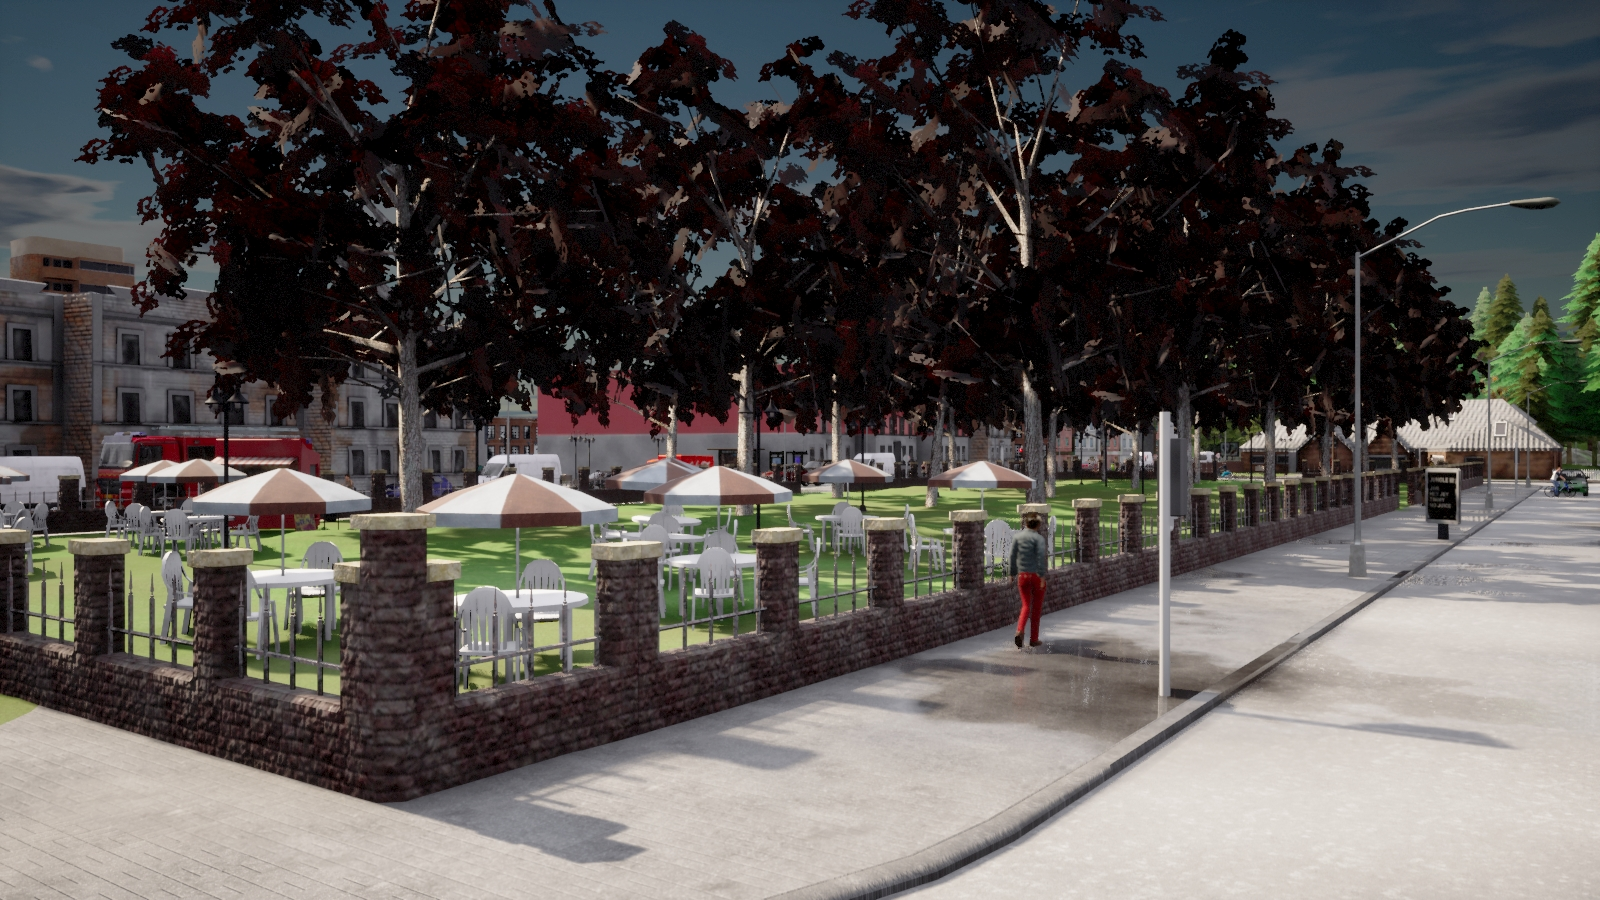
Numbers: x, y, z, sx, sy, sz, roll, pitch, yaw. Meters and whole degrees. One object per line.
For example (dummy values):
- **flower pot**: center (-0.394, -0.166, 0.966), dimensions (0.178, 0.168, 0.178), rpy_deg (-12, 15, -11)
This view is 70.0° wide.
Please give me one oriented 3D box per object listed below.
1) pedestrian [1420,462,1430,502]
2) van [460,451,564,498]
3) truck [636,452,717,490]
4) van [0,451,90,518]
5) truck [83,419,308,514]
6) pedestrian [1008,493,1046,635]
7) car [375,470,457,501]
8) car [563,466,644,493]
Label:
- **pedestrian**: center (29.610, 1.525, 54.130), dimensions (0.375, 1.860, 0.375), rpy_deg (0, 0, 35)
- **van**: center (-16.329, 1.314, 65.083), dimensions (1.988, 2.561, 5.915), rpy_deg (0, 0, 35)
- **truck**: center (-8.233, 1.348, 76.671), dimensions (2.627, 2.467, 5.204), rpy_deg (0, 0, 35)
- **van**: center (-31.021, 1.314, 44.007), dimensions (1.988, 2.561, 5.915), rpy_deg (0, 0, 35)
- **truck**: center (-26.598, 0.670, 50.778), dimensions (2.891, 3.827, 8.468), rpy_deg (0, 0, 35)
- **pedestrian**: center (3.063, 1.517, 15.391), dimensions (0.375, 1.860, 0.375), rpy_deg (0, 0, 37)
- **car**: center (-20.045, 1.818, 59.739), dimensions (1.845, 1.501, 3.633), rpy_deg (0, 0, 35)
- **car**: center (-12.166, 1.814, 71.050), dimensions (2.097, 1.535, 5.006), rpy_deg (0, 0, 35)
